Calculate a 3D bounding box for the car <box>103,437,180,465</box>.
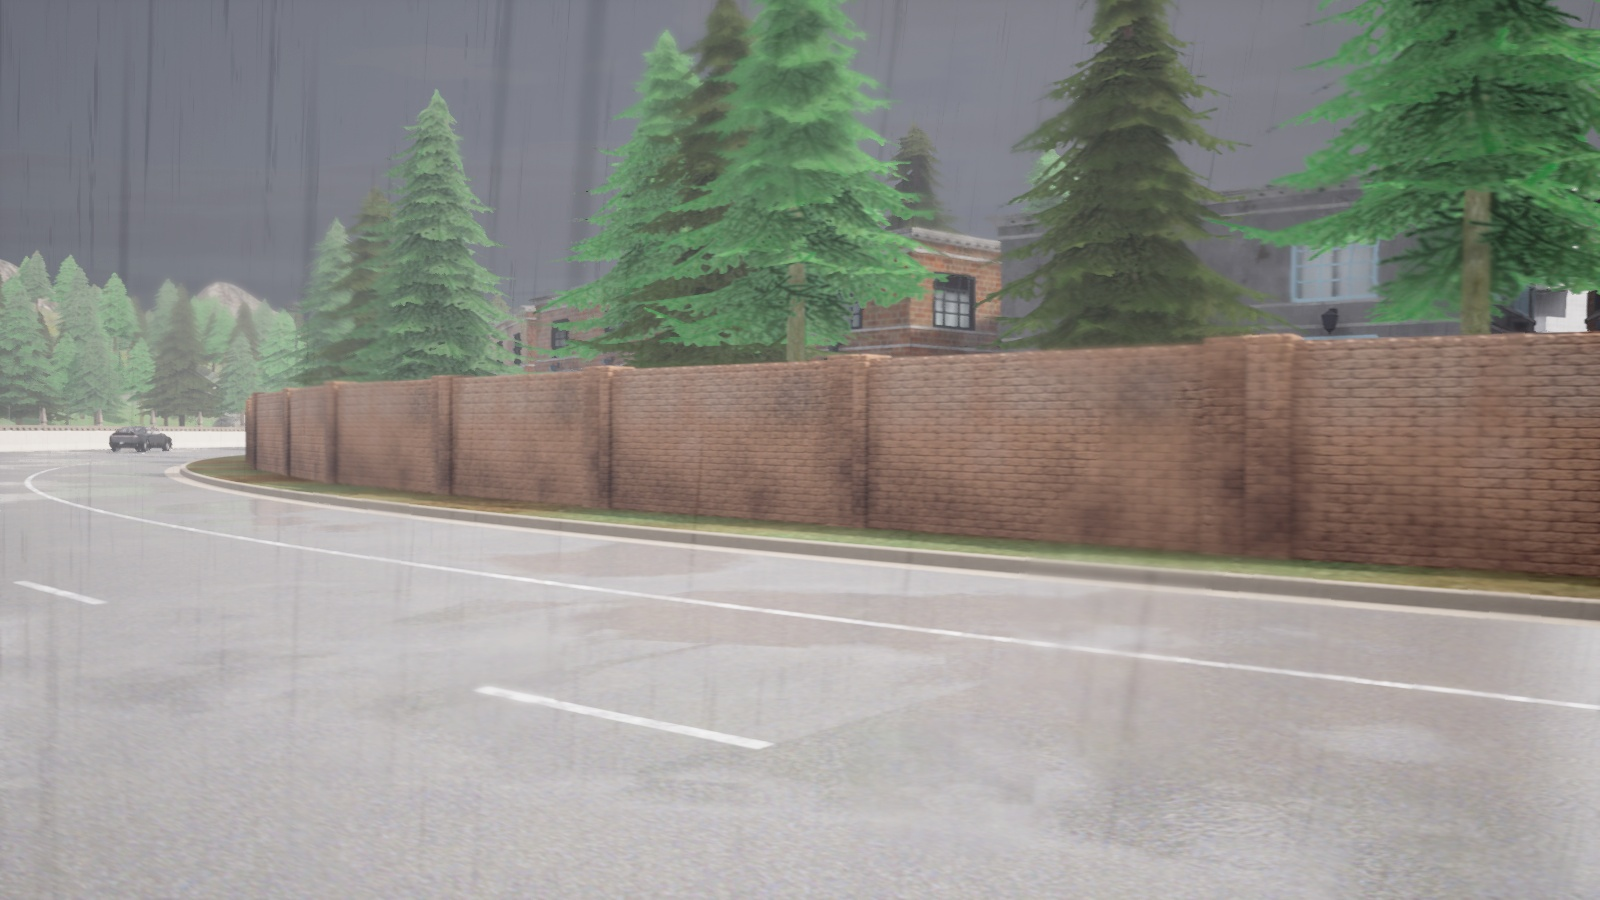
[{"bbox_3d":[-38.224,0.043,72.990,2.128,1.511,4.902,-1,1,-4],"label":"car"}]
